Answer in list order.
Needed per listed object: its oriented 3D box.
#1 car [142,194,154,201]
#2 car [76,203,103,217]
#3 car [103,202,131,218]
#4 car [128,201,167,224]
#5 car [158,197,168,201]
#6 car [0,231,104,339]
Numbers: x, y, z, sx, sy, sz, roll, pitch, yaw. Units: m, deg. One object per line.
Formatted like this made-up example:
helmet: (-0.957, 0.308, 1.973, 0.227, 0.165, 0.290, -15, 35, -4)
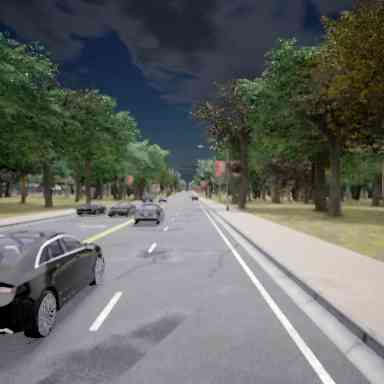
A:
car: (-9.764, 1.458, 74.257, 2.150, 2.045, 5.566, 0, 0, 0)
car: (-9.853, 1.719, 32.934, 1.895, 1.301, 4.718, 0, 0, 0)
car: (-6.603, 1.661, 31.908, 2.033, 1.411, 5.357, 0, 0, 0)
car: (-3.153, 1.635, 25.295, 2.033, 1.411, 5.357, 0, 0, 0)
car: (-6.514, 1.828, 74.255, 1.895, 1.301, 4.718, 0, 0, 0)
car: (-3.151, 1.512, 6.579, 2.128, 1.511, 4.902, 0, 0, 0)
